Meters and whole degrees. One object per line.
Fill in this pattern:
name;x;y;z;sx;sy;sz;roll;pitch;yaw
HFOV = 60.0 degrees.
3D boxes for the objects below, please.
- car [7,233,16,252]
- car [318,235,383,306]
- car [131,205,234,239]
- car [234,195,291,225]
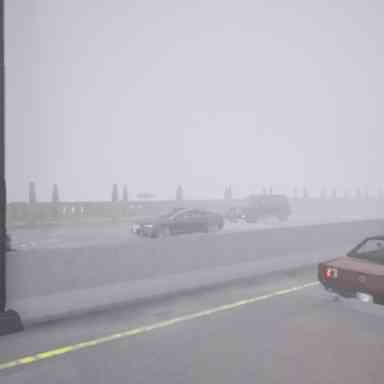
car;-6.845;1.504;7.708;4.892;1.490;1.837;0;0;-36
car;4.906;1.602;7.246;4.718;1.301;1.895;0;0;-36
car;-0.602;1.492;16.458;4.902;1.511;2.128;0;0;-35
car;5.024;1.223;24.768;5.566;2.045;2.150;0;0;-35
